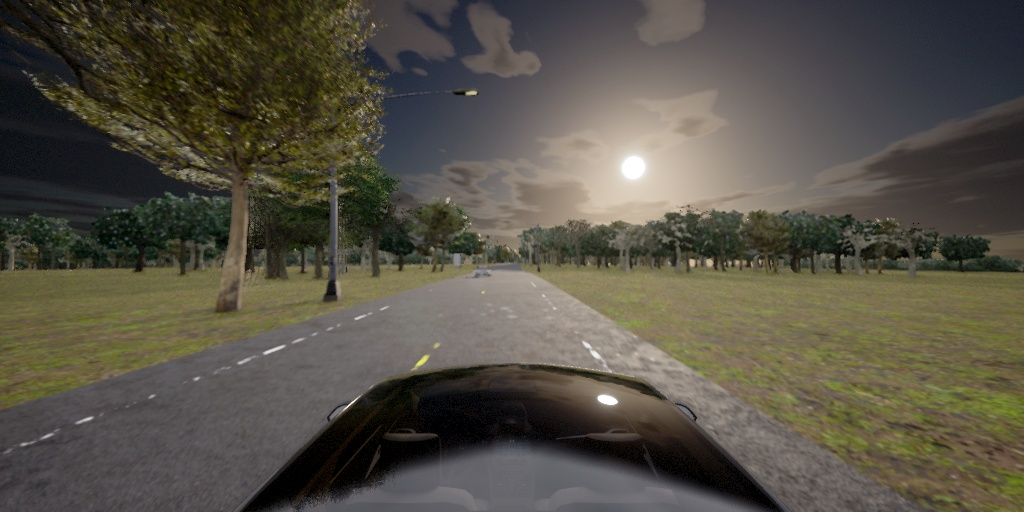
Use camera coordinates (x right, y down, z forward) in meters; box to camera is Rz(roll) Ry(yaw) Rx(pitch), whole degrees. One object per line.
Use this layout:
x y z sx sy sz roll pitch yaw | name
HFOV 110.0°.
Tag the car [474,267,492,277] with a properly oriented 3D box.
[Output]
-3.599 1.960 44.815 1.895 1.301 4.718 0 -1 0 | car
